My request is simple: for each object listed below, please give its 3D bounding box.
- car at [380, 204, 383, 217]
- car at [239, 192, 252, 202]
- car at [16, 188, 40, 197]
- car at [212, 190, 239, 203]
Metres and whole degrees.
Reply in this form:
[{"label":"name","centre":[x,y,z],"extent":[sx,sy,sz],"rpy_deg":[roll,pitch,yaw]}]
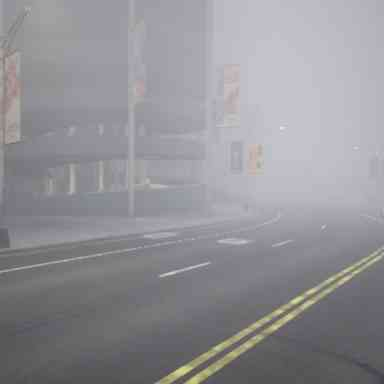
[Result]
[{"label":"car","centre":[15.467,1.326,24.787],"extent":[1.812,1.442,4.674],"rpy_deg":[1,1,17]},{"label":"car","centre":[8.103,0.771,56.435],"extent":[2.097,1.767,4.553],"rpy_deg":[0,1,-31]},{"label":"car","centre":[-28.655,0.254,57.926],"extent":[5.566,2.045,2.435],"rpy_deg":[1,1,41]},{"label":"car","centre":[4.814,0.639,55.243],"extent":[2.150,2.045,5.566],"rpy_deg":[0,0,-32]}]
